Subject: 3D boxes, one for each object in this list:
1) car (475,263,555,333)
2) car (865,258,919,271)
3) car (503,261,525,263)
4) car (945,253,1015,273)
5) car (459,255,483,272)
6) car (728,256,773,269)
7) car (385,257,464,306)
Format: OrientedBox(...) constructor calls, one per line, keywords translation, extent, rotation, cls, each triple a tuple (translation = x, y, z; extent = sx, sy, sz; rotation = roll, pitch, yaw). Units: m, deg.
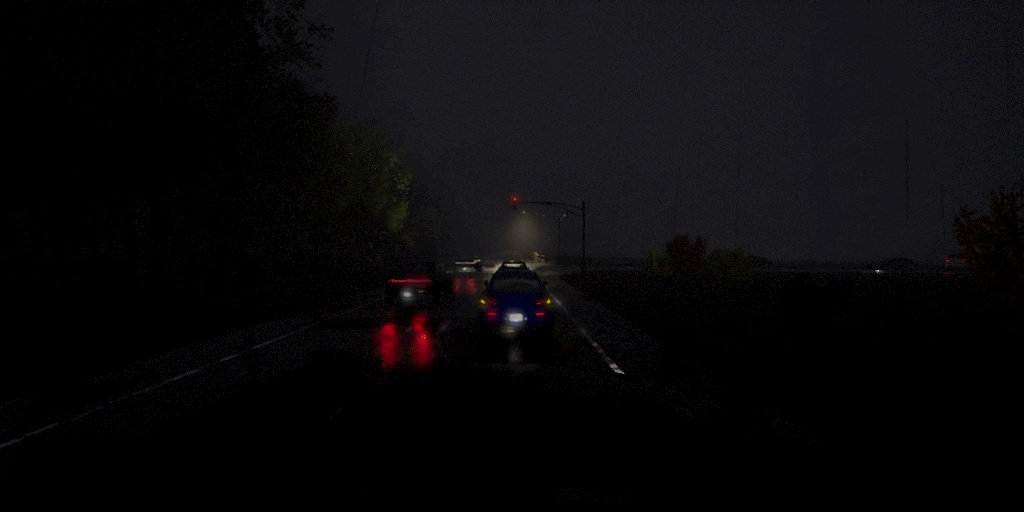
OrientedBox(translation=(0.100, 1.097, 9.896), extent=(1.812, 1.442, 4.674), rotation=(0, 1, 0), cls="car")
OrientedBox(translation=(43.121, 0.921, 40.781), extent=(4.892, 1.490, 1.837), rotation=(0, 0, 1), cls="car")
OrientedBox(translation=(0.098, 0.945, 18.651), extent=(1.994, 1.385, 4.181), rotation=(0, 1, 0), cls="car")
OrientedBox(translation=(48.549, 0.718, 37.182), extent=(5.566, 2.045, 2.150), rotation=(1, 0, 0), cls="car")
OrientedBox(translation=(-3.402, 0.661, 28.344), extent=(2.128, 1.511, 4.902), rotation=(0, 1, 0), cls="car")
OrientedBox(translation=(26.966, 0.744, 40.869), extent=(4.892, 1.490, 1.837), rotation=(1, 0, 0), cls="car")
OrientedBox(translation=(-3.401, 0.973, 14.064), extent=(2.128, 1.511, 4.902), rotation=(0, 1, 0), cls="car")
